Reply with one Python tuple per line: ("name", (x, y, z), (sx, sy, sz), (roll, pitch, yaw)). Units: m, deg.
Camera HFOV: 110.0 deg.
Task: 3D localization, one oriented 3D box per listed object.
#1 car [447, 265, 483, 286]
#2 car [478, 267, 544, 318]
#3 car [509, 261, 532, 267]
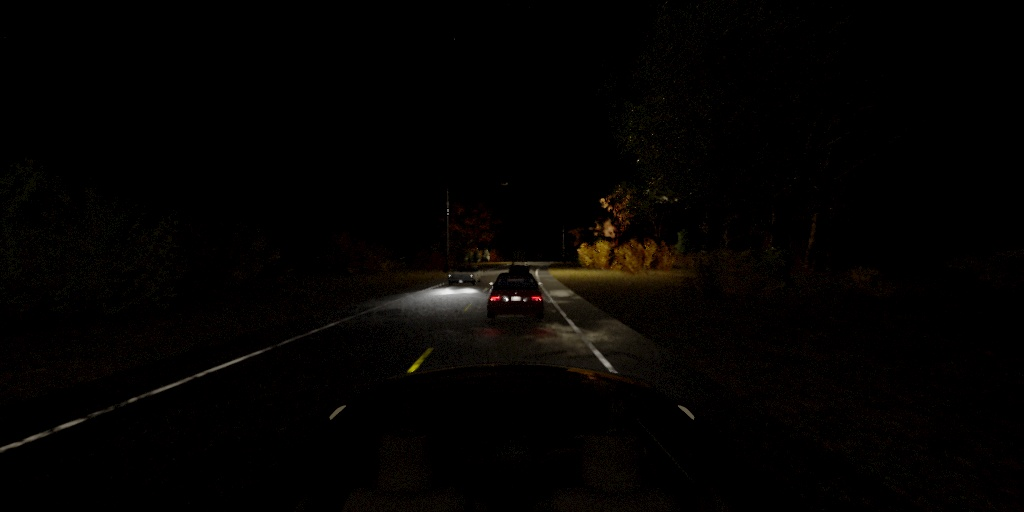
("car", (-3.269, 1.351, 25.533), (1.895, 1.301, 4.718), (0, 0, 2))
("car", (0.142, 1.298, 13.018), (2.033, 1.411, 5.357), (0, 0, 1))
("car", (0.759, 1.240, 33.040), (2.128, 1.511, 4.902), (0, 0, 3))
